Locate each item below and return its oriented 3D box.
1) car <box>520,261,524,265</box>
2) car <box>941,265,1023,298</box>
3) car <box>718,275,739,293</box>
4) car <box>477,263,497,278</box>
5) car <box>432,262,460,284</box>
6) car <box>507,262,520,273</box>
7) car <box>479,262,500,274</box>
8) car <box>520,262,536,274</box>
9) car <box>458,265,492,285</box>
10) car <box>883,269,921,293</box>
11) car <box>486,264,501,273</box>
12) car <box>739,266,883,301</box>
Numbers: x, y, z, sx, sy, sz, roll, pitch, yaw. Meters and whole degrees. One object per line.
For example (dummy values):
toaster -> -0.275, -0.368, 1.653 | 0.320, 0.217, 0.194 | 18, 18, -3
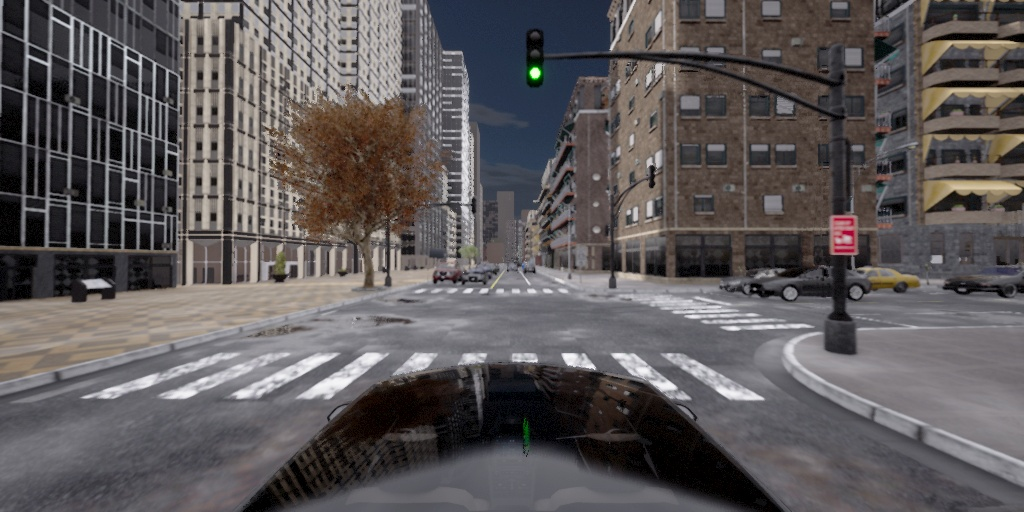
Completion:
car -> 2.684, 2.067, 59.899 | 1.751, 1.417, 4.829 | 0, 0, 0
car -> 23.551, 1.147, 16.674 | 5.357, 1.411, 2.033 | -1, -1, 0
car -> 13.433, 1.321, 19.151 | 4.403, 1.370, 2.007 | 0, 0, -1
car -> -3.105, 1.813, 39.993 | 2.033, 1.411, 5.357 | 0, -1, 0
car -> -5.695, 1.472, 32.117 | 2.192, 1.841, 5.009 | 0, 0, 0
car -> 0.103, 2.117, 61.749 | 2.033, 1.411, 5.357 | 0, -1, 0
car -> -3.094, 1.758, 50.144 | 2.097, 1.767, 4.553 | 0, -1, 0
car -> 2.684, 2.029, 54.207 | 1.948, 1.339, 4.313 | 0, 0, 0
car -> -3.095, 1.701, 30.609 | 1.994, 1.385, 4.181 | 0, -1, 1
car -> 18.830, 1.219, 19.208 | 4.829, 1.417, 1.751 | 0, 0, -1
car -> -3.055, 2.044, 60.519 | 2.128, 1.511, 4.902 | 0, -1, 0
car -> 13.649, 1.240, 16.583 | 4.892, 1.490, 1.837 | -1, -1, 0
